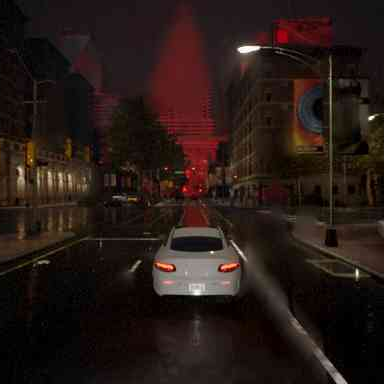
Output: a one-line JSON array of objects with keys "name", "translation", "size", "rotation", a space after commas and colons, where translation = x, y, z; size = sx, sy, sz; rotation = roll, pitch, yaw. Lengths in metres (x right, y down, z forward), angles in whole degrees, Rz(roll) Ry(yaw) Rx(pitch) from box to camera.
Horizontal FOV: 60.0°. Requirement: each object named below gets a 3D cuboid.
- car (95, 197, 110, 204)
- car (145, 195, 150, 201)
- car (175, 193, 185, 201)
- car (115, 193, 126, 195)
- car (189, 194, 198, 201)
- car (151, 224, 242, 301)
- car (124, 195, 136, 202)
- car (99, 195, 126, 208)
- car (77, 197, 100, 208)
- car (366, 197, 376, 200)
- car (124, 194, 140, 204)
[{"name": "car", "translation": [-17.970, 1.595, 66.948], "size": [1.895, 1.301, 4.718], "rotation": [0, 0, 0]}, {"name": "car", "translation": [-11.172, 1.478, 78.323], "size": [1.882, 1.535, 5.008], "rotation": [0, 0, 0]}, {"name": "car", "translation": [-3.138, 1.218, 86.529], "size": [2.150, 2.045, 5.566], "rotation": [0, 0, 0]}, {"name": "car", "translation": [-14.719, 1.223, 67.851], "size": [2.150, 2.045, 5.566], "rotation": [0, 0, 0]}, {"name": "car", "translation": [0.362, 1.493, 86.484], "size": [1.837, 1.490, 4.892], "rotation": [0, 0, 0]}, {"name": "car", "translation": [0.110, 1.526, 8.204], "size": [1.812, 1.442, 4.674], "rotation": [0, 0, 1]}, {"name": "car", "translation": [-14.670, 1.540, 78.960], "size": [2.033, 1.411, 5.357], "rotation": [0, 0, 0]}, {"name": "car", "translation": [-11.312, 1.547, 47.749], "size": [2.033, 1.411, 5.357], "rotation": [0, 0, -2]}, {"name": "car", "translation": [-14.897, 1.505, 47.672], "size": [1.837, 1.490, 4.892], "rotation": [0, 0, 0]}, {"name": "car", "translation": [34.730, 1.481, 68.120], "size": [2.231, 1.521, 4.892], "rotation": [0, 0, 0]}, {"name": "car", "translation": [-11.276, 1.477, 64.076], "size": [1.882, 1.535, 5.008], "rotation": [0, 0, 1]}]
